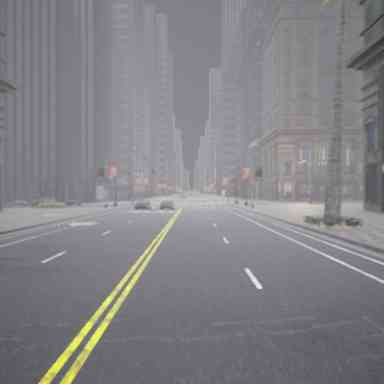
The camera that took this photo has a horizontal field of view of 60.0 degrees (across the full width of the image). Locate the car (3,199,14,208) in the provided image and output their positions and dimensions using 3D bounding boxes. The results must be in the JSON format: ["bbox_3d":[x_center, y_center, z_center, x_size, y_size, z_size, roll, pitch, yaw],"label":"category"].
[{"bbox_3d":[-33.808,2.242,57.078,4.403,1.369,2.008,-1,1,0],"label":"car"}]

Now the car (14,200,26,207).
[{"bbox_3d":[-34.184,2.277,65.618,4.206,1.307,1.802,-1,1,0],"label":"car"}]

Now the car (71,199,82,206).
[{"bbox_3d":[-24.011,2.103,65.588,4.507,1.381,1.887,-1,1,0],"label":"car"}]

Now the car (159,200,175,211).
[{"bbox_3d":[-3.309,1.741,45.053,2.033,1.411,5.357,0,0,1],"label":"car"}]

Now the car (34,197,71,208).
[{"bbox_3d":[-23.867,2.082,57.060,4.829,1.417,1.752,-1,1,0],"label":"car"}]

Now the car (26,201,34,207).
[{"bbox_3d":[-29.101,1.942,65.600,5.009,1.841,2.192,-1,1,0],"label":"car"}]

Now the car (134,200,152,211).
[{"bbox_3d":[-6.558,1.742,45.275,2.033,1.411,5.357,0,0,1],"label":"car"}]

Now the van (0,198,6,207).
[{"bbox_3d":[-39.275,2.104,65.630,3.998,1.788,1.690,-1,1,0],"label":"van"}]
